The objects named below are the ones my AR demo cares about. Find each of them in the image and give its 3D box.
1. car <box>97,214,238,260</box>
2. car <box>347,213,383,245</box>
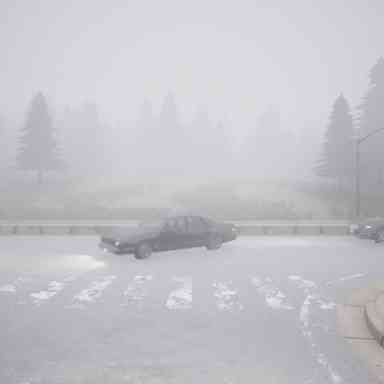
[{"bbox_3d":[-0.727,1.548,12.640,5.357,1.411,2.033,0,0,-35],"label":"car"},{"bbox_3d":[9.655,1.492,14.995,4.902,1.511,2.128,0,0,0],"label":"car"}]
